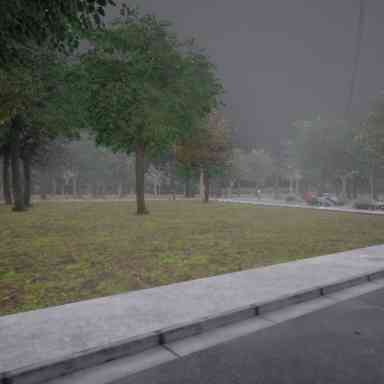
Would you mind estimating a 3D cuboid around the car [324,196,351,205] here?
[{"bbox_3d":[27.145,1.553,62.310,2.128,1.511,4.902,0,0,-12],"label":"car"}]

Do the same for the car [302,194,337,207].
[{"bbox_3d":[19.452,1.527,51.059,1.837,1.490,4.892,0,0,-12],"label":"car"}]

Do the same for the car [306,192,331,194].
[{"bbox_3d":[24.008,1.271,61.457,2.150,2.045,5.566,0,0,-11],"label":"car"}]

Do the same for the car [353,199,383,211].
[{"bbox_3d":[21.699,1.574,40.573,1.994,1.385,4.181,0,0,-12],"label":"car"}]

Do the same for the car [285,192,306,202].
[{"bbox_3d":[21.794,1.404,71.510,2.128,1.511,4.902,0,0,-12],"label":"car"}]

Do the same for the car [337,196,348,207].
[{"bbox_3d":[22.326,1.512,53.193,1.882,1.535,5.008,0,0,-12],"label":"car"}]
